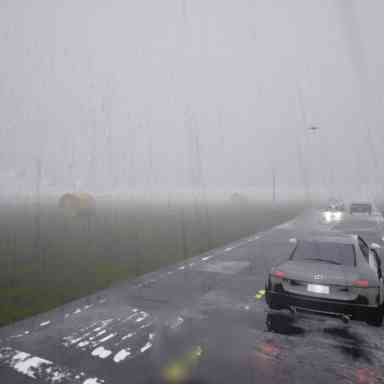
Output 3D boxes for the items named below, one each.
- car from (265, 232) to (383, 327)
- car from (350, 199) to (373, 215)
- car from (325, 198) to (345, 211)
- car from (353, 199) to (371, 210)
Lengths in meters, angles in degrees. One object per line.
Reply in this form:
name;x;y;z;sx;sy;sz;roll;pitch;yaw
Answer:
car;3.018;1.562;7.247;1.994;1.385;4.181;0;0;28
car;17.130;1.455;33.730;1.882;1.535;5.008;0;0;28
car;17.092;1.460;39.626;2.128;1.511;4.902;0;0;28
car;22.011;1.559;43.022;1.895;1.301;4.718;0;0;28
